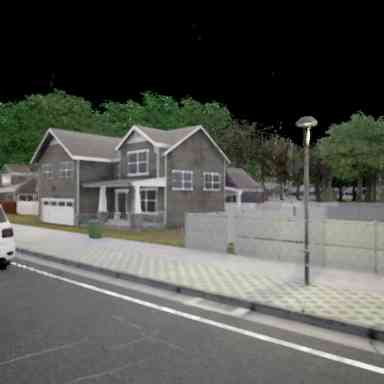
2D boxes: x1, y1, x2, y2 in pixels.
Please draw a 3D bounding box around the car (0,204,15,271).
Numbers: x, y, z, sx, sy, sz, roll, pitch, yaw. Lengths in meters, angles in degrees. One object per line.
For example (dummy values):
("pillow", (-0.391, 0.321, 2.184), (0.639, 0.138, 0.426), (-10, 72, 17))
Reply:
("car", (-7.412, 1.286, 10.105), (5.566, 2.045, 2.150), (-1, -1, 41))
